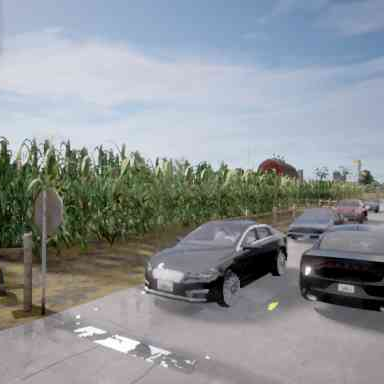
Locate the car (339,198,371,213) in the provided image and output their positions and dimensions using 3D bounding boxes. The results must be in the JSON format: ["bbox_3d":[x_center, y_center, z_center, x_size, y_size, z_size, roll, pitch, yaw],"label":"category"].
[{"bbox_3d":[12.000,1.369,25.267,2.097,1.767,4.553,0,0,33],"label":"car"}]

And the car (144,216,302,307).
[{"bbox_3d":[0.878,1.505,8.274,2.128,1.511,4.902,0,0,34],"label":"car"}]

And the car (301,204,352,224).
[{"bbox_3d":[6.397,1.562,16.675,2.033,1.411,5.357,0,0,33],"label":"car"}]

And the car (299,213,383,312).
[{"bbox_3d":[3.962,1.480,7.710,1.882,1.535,5.008,0,0,33],"label":"car"}]

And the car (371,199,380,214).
[{"bbox_3d":[19.494,1.516,36.646,2.128,1.511,4.902,0,0,34],"label":"car"}]
